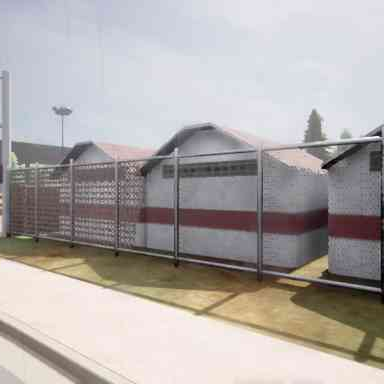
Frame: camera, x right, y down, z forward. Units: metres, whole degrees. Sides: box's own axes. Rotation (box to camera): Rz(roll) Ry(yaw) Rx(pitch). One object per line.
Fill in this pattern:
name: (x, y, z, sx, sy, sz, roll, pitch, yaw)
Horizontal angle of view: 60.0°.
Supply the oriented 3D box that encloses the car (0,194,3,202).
car: (-22.535, 1.222, 39.964, 2.150, 2.045, 5.566, 0, 0, 37)
